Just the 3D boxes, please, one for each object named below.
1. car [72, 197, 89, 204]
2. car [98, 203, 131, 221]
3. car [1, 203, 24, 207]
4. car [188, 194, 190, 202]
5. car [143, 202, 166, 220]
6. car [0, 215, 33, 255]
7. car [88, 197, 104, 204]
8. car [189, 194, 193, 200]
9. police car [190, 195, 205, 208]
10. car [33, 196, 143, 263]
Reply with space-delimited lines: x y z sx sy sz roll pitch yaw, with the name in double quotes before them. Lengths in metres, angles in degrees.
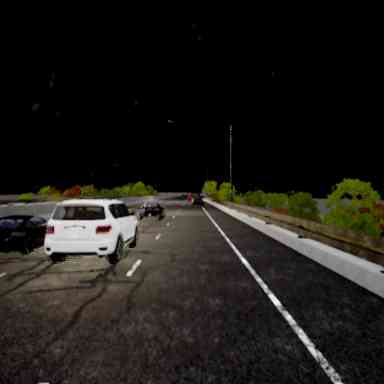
"car" -24.523 1.828 73.332 2.033 1.411 5.357 0 0 0
"car" -6.910 1.717 30.033 1.994 1.385 4.181 0 0 0
"car" -17.605 1.766 32.492 1.895 1.301 4.718 0 0 0
"car" -0.028 1.515 88.863 2.150 2.045 5.566 0 0 0
"car" -3.409 1.641 29.337 2.128 1.511 4.902 0 0 0
"car" -6.905 1.634 13.672 1.994 1.385 4.181 0 0 0
"car" -21.023 1.813 73.333 2.128 1.511 4.902 0 0 0
"car" 1.027 1.704 70.359 2.097 1.767 4.553 0 0 0
"police car" 1.032 1.700 54.499 1.930 1.638 5.238 0 0 0
"car" -3.404 1.285 12.316 2.150 2.045 5.566 0 0 0
